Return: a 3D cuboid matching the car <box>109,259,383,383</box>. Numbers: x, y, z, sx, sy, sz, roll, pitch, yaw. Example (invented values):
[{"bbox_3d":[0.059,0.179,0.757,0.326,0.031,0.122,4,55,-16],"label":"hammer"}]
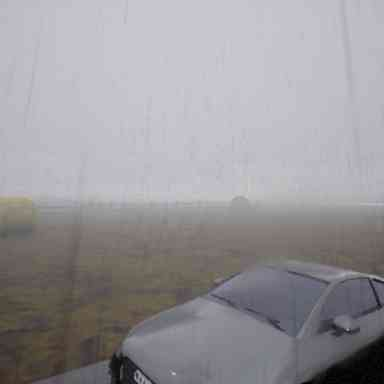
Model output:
[{"bbox_3d":[1.199,1.575,3.910,4.181,1.385,1.994,0,0,-35],"label":"car"}]
